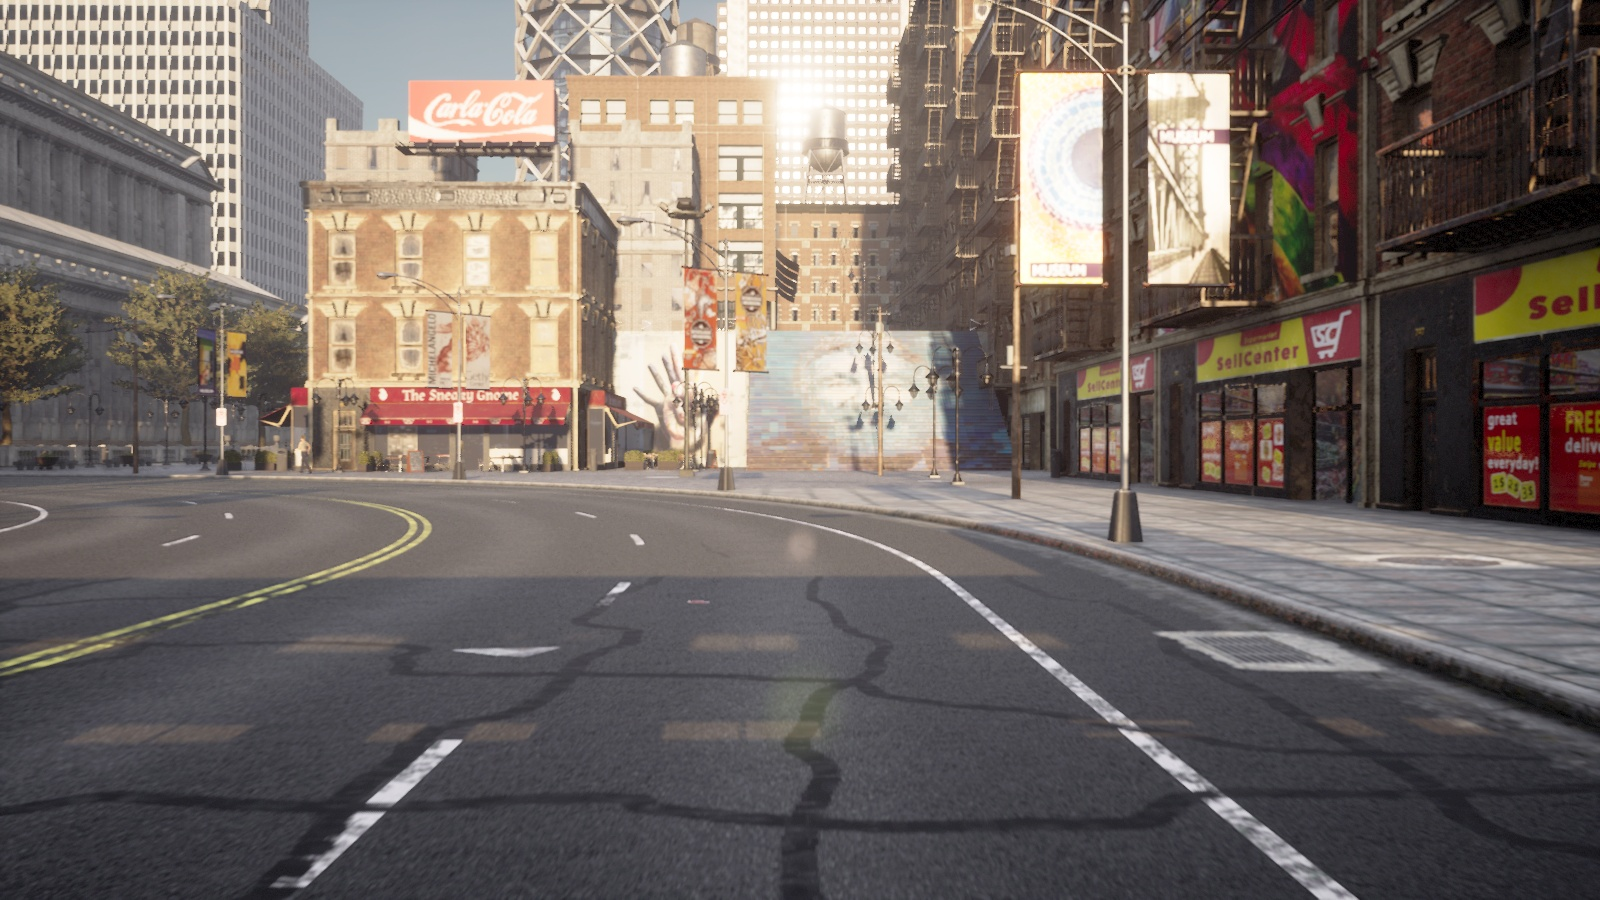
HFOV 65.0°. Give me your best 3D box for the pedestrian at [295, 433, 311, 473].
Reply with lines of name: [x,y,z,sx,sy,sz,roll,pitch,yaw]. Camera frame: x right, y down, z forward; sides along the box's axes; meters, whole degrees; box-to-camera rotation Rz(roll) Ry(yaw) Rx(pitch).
pedestrian: [-23.072,0.152,58.260,0.594,1.836,0.345,0,0,16]
